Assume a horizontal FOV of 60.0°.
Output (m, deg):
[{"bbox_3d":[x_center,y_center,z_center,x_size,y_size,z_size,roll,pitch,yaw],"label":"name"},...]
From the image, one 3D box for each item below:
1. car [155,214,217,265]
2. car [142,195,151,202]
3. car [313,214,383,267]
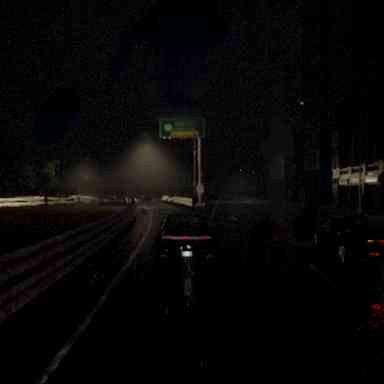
[{"bbox_3d":[-0.255,1.515,11.713,2.128,1.511,4.902,1,0,-3],"label":"car"},{"bbox_3d":[-9.421,1.363,68.607,1.837,1.490,4.892,0,0,-11],"label":"car"},{"bbox_3d":[5.602,1.521,11.444,1.837,1.490,4.892,0,0,5],"label":"car"}]
